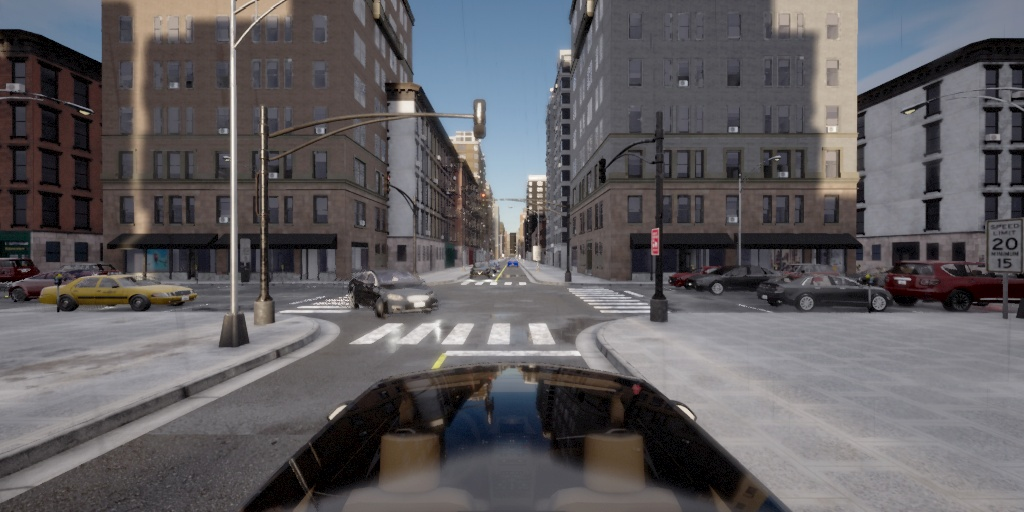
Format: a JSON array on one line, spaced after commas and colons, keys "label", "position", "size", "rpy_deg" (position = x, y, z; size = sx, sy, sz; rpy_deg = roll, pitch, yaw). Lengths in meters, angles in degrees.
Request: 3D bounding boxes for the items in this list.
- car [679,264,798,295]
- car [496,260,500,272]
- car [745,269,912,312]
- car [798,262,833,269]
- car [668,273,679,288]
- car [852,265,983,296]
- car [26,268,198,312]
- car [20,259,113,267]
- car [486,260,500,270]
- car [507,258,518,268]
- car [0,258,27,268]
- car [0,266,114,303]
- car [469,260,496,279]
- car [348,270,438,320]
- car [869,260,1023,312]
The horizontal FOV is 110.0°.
[{"label": "car", "position": [11.919, 1.253, 19.100], "size": [4.892, 1.490, 1.837], "rpy_deg": [0, 0, 0]}, {"label": "car", "position": [-2.754, 1.305, 42.813], "size": [2.033, 1.411, 5.357], "rpy_deg": [0, 0, 0]}, {"label": "car", "position": [11.791, 1.325, 13.619], "size": [4.403, 1.370, 2.007], "rpy_deg": [0, 0, 0]}, {"label": "car", "position": [17.226, 1.176, 21.626], "size": [4.097, 1.591, 1.967], "rpy_deg": [0, 0, 0]}, {"label": "car", "position": [11.817, 1.280, 21.644], "size": [4.507, 1.381, 1.888], "rpy_deg": [0, 0, 0]}, {"label": "car", "position": [21.401, 1.255, 19.073], "size": [4.892, 1.490, 1.837], "rpy_deg": [0, 0, 0]}, {"label": "car", "position": [-14.885, 1.293, 13.704], "size": [4.829, 1.417, 1.751], "rpy_deg": [0, 0, 0]}, {"label": "car", "position": [-26.352, 1.167, 21.766], "size": [4.097, 1.591, 1.967], "rpy_deg": [0, 0, 0]}, {"label": "car", "position": [-2.725, 1.288, 52.716], "size": [1.812, 1.442, 4.674], "rpy_deg": [0, 0, 1]}, {"label": "car", "position": [0.144, 1.246, 63.126], "size": [1.882, 1.535, 5.008], "rpy_deg": [0, 0, 0]}, {"label": "car", "position": [-32.014, 1.041, 21.784], "size": [5.009, 1.841, 2.192], "rpy_deg": [0, 0, 0]}, {"label": "car", "position": [-19.692, 1.319, 16.256], "size": [4.181, 1.385, 1.994], "rpy_deg": [0, 0, 0]}, {"label": "car", "position": [-2.777, 1.259, 33.016], "size": [1.837, 1.490, 4.892], "rpy_deg": [0, 0, 0]}, {"label": "car", "position": [-4.417, 1.252, 12.972], "size": [2.128, 1.511, 4.902], "rpy_deg": [1, -1, -40]}, {"label": "car", "position": [17.200, 1.091, 13.601], "size": [5.009, 1.841, 2.192], "rpy_deg": [0, 0, 0]}]
